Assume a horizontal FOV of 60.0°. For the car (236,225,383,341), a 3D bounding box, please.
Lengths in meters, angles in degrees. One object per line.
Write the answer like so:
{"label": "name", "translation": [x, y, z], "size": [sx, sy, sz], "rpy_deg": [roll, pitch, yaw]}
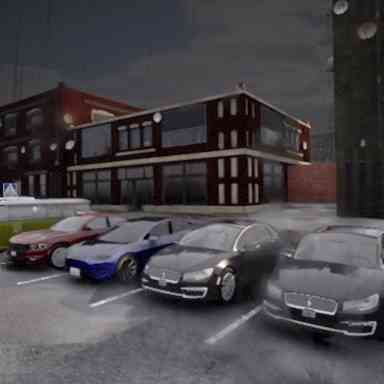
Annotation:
{"label": "car", "translation": [3.089, 1.479, 6.758], "size": [2.231, 1.521, 4.892], "rpy_deg": [0, 0, 36]}

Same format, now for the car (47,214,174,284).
{"label": "car", "translation": [-1.419, 1.509, 9.930], "size": [2.163, 1.488, 4.792], "rpy_deg": [0, 0, 36]}

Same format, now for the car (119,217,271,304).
{"label": "car", "translation": [0.846, 1.478, 8.359], "size": [2.231, 1.521, 4.892], "rpy_deg": [0, 0, 36]}

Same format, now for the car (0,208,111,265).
{"label": "car", "translation": [-3.641, 1.486, 11.560], "size": [2.097, 1.535, 5.008], "rpy_deg": [0, 0, 36]}

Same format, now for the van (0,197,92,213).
{"label": "van", "translation": [-5.723, 1.270, 13.180], "size": [1.878, 1.987, 4.442], "rpy_deg": [0, 0, 36]}
